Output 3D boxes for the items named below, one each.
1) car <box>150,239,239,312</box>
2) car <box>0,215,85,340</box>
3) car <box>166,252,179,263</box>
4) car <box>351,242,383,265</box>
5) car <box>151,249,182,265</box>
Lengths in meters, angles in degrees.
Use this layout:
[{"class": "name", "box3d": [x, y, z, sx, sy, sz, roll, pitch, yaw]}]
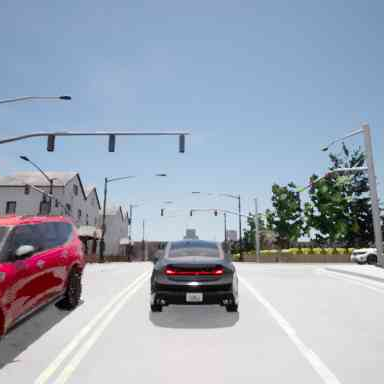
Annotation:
[{"class": "car", "box3d": [0.049, 1.990, 8.598, 1.837, 1.490, 4.892, 0, -7, 0]}, {"class": "car", "box3d": [-3.616, 1.426, 5.783, 2.150, 2.045, 5.566, 0, -4, 0]}, {"class": "car", "box3d": [-3.696, 12.708, 64.343, 2.150, 2.045, 5.566, 0, -11, 1]}, {"class": "car", "box3d": [16.806, 5.330, 28.832, 5.566, 2.045, 2.150, 0, -12, 1]}, {"class": "car", "box3d": [-2.671, 6.559, 33.390, 2.128, 1.511, 4.902, 3, -13, -15]}]
